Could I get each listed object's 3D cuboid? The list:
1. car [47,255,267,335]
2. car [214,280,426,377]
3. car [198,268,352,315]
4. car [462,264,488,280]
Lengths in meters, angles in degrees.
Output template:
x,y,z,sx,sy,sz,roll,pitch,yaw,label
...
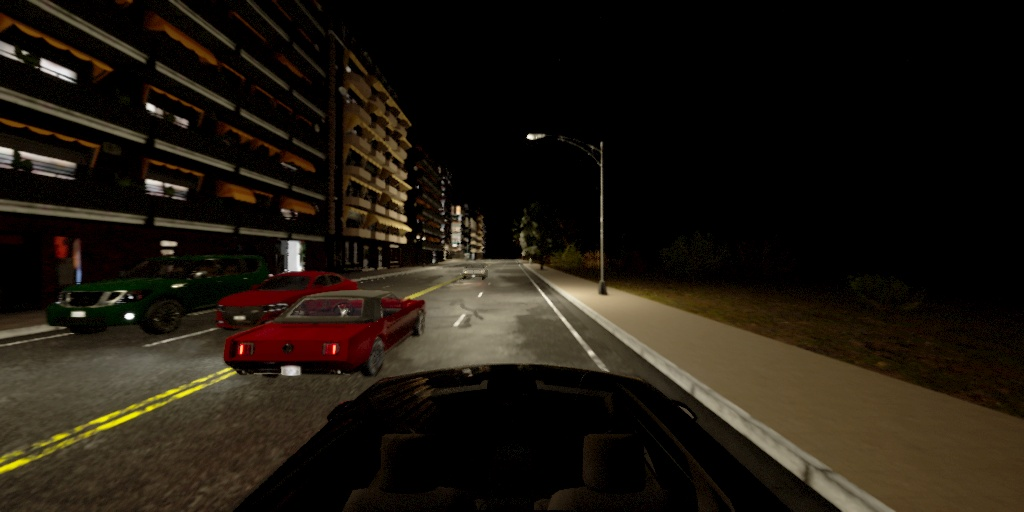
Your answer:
x,y,z,sx,sy,sz,roll,pitch,yaw,label
-9.851,0.973,10.906,2.150,2.045,5.566,0,0,0,car
-3.151,1.351,7.339,1.895,1.301,4.718,0,0,0,car
-6.600,1.228,11.180,1.882,1.535,5.008,0,0,0,car
-3.163,1.350,31.691,1.895,1.301,4.718,0,0,0,car
